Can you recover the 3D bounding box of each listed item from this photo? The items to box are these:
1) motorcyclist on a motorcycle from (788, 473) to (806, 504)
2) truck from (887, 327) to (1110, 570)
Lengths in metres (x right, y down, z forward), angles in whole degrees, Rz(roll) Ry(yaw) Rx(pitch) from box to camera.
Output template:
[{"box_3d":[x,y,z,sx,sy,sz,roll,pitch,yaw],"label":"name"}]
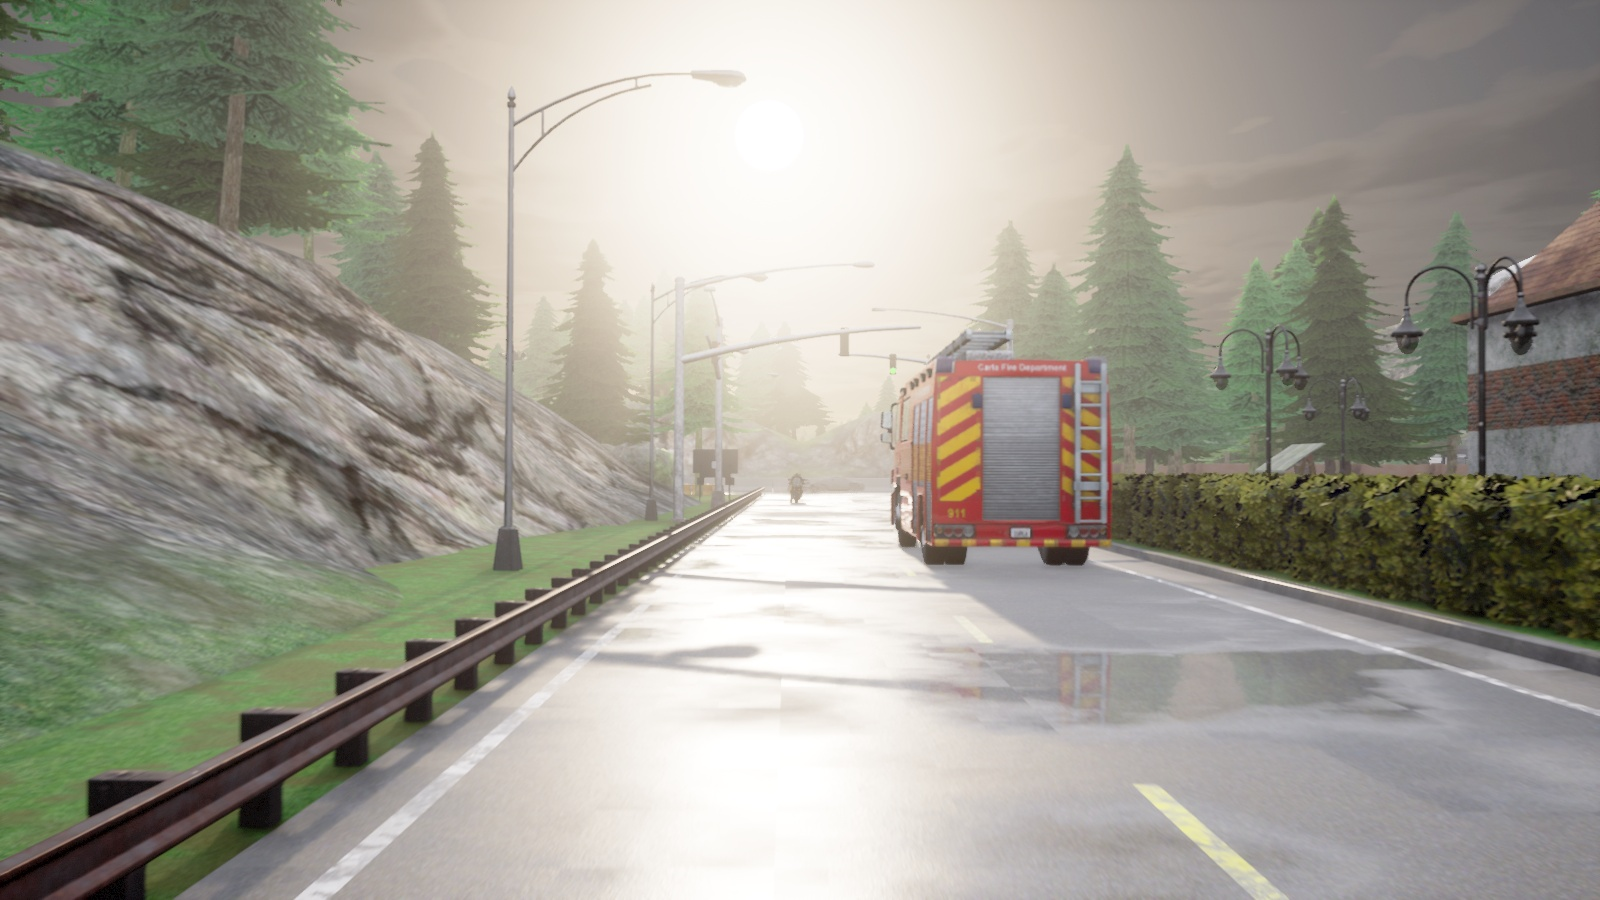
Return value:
[{"box_3d":[-0.150,1.888,62.007,0.866,1.530,2.191,0,-1,0],"label":"motorcyclist on a motorcycle"},{"box_3d":[3.437,0.039,24.085,2.891,3.827,8.468,0,-1,0],"label":"truck"}]
